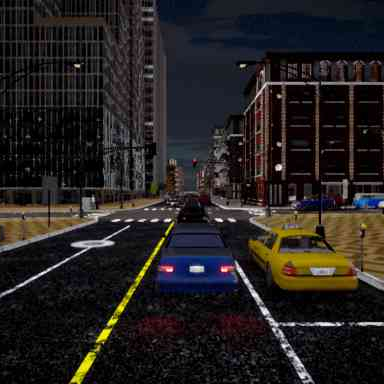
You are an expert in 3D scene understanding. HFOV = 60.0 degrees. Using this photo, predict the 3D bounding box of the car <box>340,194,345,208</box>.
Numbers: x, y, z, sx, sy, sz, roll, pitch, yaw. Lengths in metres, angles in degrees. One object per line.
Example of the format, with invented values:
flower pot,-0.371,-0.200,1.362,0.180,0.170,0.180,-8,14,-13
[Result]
car,15.307,1.095,39.032,5.009,1.841,2.192,-1,1,-1

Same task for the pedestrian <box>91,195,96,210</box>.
pedestrian,-12.355,1.271,41.673,0.375,1.860,0.375,0,1,-1

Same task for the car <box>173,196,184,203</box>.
car,-2.762,1.569,69.071,1.994,1.385,4.181,0,0,0

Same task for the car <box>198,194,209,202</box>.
car,2.551,1.320,74.671,2.192,1.841,5.009,0,0,0

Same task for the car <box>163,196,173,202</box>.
car,-5.329,1.556,74.670,2.008,1.369,4.403,0,0,0

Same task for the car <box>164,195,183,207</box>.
car,-2.821,1.494,49.830,2.128,1.511,4.902,0,0,-1

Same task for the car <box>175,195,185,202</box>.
car,-2.765,1.531,79.347,2.128,1.511,4.902,0,0,0

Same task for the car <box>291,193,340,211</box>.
car,13.280,1.162,36.530,4.553,1.767,2.097,-1,0,-1

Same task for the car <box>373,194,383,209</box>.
car,23.082,1.214,36.664,4.674,1.442,1.812,-1,0,0

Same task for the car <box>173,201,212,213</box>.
car,0.080,1.505,18.728,1.837,1.490,4.892,0,0,0

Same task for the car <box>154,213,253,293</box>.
car,0.095,1.547,8.987,2.033,1.411,5.357,0,0,0

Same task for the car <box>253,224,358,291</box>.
car,2.563,1.525,8.838,1.752,1.417,4.829,0,0,0

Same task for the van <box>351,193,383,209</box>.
van,20.963,1.050,39.092,3.998,1.788,1.690,-1,1,-1

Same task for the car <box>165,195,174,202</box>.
car,-5.330,1.551,80.263,1.887,1.381,4.507,0,0,0

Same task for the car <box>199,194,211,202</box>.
car,2.553,1.319,63.485,2.192,1.841,5.009,0,0,0

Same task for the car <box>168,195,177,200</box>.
car,-5.331,1.559,91.449,2.008,1.369,4.403,0,0,0
